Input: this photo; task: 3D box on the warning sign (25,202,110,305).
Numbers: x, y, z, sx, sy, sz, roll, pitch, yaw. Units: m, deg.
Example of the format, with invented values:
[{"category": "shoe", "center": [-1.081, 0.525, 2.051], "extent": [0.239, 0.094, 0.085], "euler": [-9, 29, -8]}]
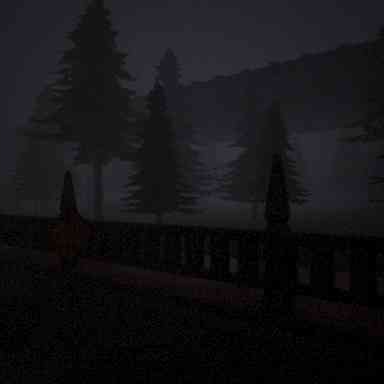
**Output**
[{"category": "warning sign", "center": [-2.598, 1.172, 7.011], "extent": [1.060, 1.860, 1.300], "euler": [-1, 0, 35]}]
